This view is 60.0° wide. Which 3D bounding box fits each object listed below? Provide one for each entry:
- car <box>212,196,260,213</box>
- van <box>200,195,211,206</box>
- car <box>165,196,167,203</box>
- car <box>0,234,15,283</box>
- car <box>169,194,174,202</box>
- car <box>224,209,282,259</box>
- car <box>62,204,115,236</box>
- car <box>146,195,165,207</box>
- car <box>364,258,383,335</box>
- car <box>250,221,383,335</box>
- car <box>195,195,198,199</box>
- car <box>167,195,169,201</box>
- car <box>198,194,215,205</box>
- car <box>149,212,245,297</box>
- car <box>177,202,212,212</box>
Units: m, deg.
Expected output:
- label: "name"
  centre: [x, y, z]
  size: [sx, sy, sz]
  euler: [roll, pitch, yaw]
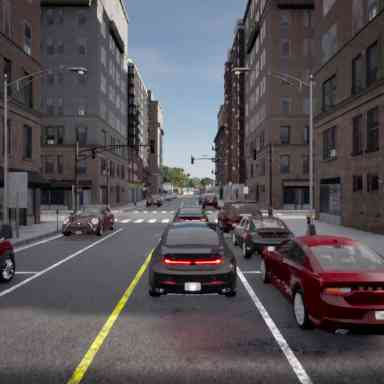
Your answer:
- label: "car"
  centre: [2.517, 1.314, 18.128]
  size: [2.192, 1.841, 5.009]
  euler: [0, 0, 0]
- label: "van"
  centre: [2.311, 1.337, 56.191]
  size: [1.690, 1.788, 3.998]
  euler: [0, 0, 0]
- label: "car"
  centre: [-5.797, 1.562, 56.134]
  size: [1.947, 1.339, 4.313]
  euler: [0, 0, 0]
- label: "car"
  centre: [-5.430, 1.440, 6.708]
  size: [1.967, 1.590, 4.097]
  euler: [0, 0, 0]
- label: "car"
  centre: [-5.939, 1.538, 78.149]
  size: [1.887, 1.381, 4.507]
  euler: [0, 0, 0]
- label: "car"
  centre: [2.556, 1.550, 12.446]
  size: [2.008, 1.369, 4.403]
  euler: [0, 0, 0]
- label: "car"
  centre: [-5.508, 1.440, 18.072]
  size: [1.967, 1.590, 4.097]
  euler: [0, 0, 0]
- label: "car"
  centre: [-5.762, 1.312, 50.631]
  size: [2.192, 1.841, 5.009]
  euler: [0, 0, 0]
- label: "car"
  centre: [2.634, 1.440, 1.082]
  size: [1.967, 1.590, 4.097]
  euler: [0, 0, 0]
- label: "car"
  centre: [2.595, 1.545, 6.764]
  size: [1.887, 1.381, 4.507]
  euler: [0, 0, 0]
- label: "car"
  centre: [2.268, 1.310, 61.695]
  size: [2.192, 1.841, 5.009]
  euler: [0, 0, 0]
- label: "car"
  centre: [-5.833, 1.546, 61.638]
  size: [2.008, 1.369, 4.403]
  euler: [0, 0, 0]
- label: "car"
  centre: [2.395, 1.312, 45.184]
  size: [2.192, 1.841, 5.009]
  euler: [0, 0, 0]
- label: "car"
  centre: [0.013, 1.505, 8.585]
  size: [1.837, 1.490, 4.892]
  euler: [0, 0, 0]
- label: "car"
  centre: [-0.059, 1.504, 18.001]
  size: [1.837, 1.490, 4.892]
  euler: [0, 0, 0]
